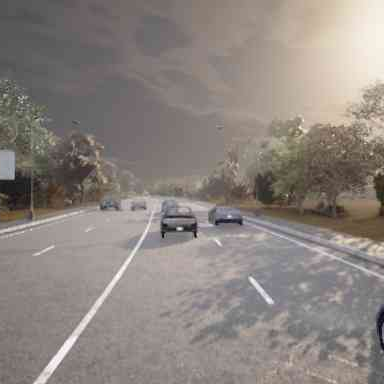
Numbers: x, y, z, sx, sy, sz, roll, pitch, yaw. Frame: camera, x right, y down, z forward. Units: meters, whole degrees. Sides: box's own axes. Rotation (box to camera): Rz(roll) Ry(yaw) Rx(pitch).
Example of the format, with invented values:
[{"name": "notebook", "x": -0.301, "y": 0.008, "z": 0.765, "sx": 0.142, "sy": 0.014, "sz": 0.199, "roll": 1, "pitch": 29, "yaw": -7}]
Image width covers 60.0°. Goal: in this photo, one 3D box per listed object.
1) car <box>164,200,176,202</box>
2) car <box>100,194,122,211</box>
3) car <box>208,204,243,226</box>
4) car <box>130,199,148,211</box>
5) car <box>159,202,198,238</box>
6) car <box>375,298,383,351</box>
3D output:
[{"name": "car", "x": -2.363, "y": 1.579, "z": 36.254, "sx": 2.033, "sy": 1.411, "sz": 5.357, "roll": 0, "pitch": 0, "yaw": -6}, {"name": "car", "x": -10.150, "y": 1.269, "z": 41.909, "sx": 2.150, "sy": 2.045, "sz": 5.566, "roll": 0, "pitch": 0, "yaw": -6}, {"name": "car", "x": 2.304, "y": 1.578, "z": 23.806, "sx": 1.994, "sy": 1.385, "sz": 4.181, "roll": 0, "pitch": 0, "yaw": -5}, {"name": "car", "x": -6.603, "y": 1.568, "z": 41.636, "sx": 1.812, "sy": 1.442, "sz": 4.674, "roll": 0, "pitch": 0, "yaw": -6}, {"name": "car", "x": -0.742, "y": 1.507, "z": 17.976, "sx": 2.128, "sy": 1.511, "sz": 4.902, "roll": 0, "pitch": 0, "yaw": -4}, {"name": "car", "x": 3.496, "y": 1.520, "z": 2.723, "sx": 1.812, "sy": 1.442, "sz": 4.674, "roll": 0, "pitch": 0, "yaw": -1}]
